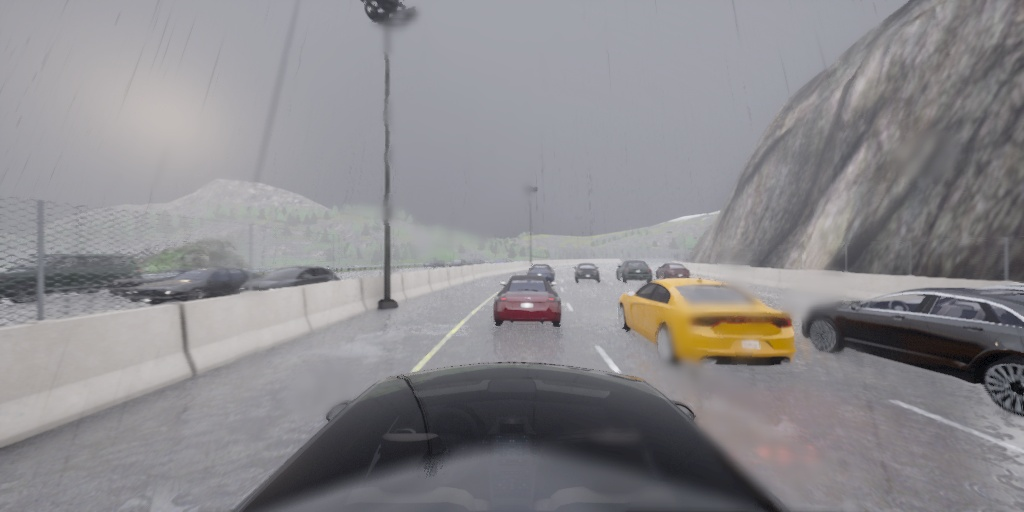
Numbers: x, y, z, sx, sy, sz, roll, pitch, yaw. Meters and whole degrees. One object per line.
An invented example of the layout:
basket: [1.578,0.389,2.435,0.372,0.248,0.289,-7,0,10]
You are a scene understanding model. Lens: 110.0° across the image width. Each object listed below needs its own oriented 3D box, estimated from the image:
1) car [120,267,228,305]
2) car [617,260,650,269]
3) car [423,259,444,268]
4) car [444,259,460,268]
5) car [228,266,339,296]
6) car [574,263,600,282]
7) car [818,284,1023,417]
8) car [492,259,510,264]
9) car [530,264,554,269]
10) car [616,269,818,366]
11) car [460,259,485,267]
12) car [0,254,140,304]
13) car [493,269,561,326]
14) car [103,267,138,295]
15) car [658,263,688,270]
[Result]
car: [-13.422,1.263,16.092,2.033,1.411,5.357,0,0,5]
car: [9.382,1.112,27.803,2.097,1.767,4.553,0,0,9]
car: [-12.491,1.192,57.771,2.128,1.511,4.902,0,0,17]
car: [-8.670,1.235,58.280,1.812,1.442,4.674,0,0,18]
car: [-9.862,1.228,16.352,1.837,1.490,4.892,0,0,5]
car: [5.973,1.278,28.695,1.812,1.442,4.674,0,0,9]
car: [7.247,1.256,5.852,2.128,1.511,4.902,0,0,2]
car: [-1.625,1.203,57.379,1.882,1.535,5.008,0,0,18]
car: [2.291,1.309,27.830,1.994,1.385,4.181,0,0,9]
car: [3.818,1.234,8.039,1.882,1.535,5.008,0,0,2]
car: [-5.791,1.221,55.739,1.837,1.490,4.892,0,0,17]
car: [-20.412,0.920,16.309,2.150,2.045,5.566,0,0,5]
car: [0.528,1.311,11.761,1.994,1.385,4.181,0,0,3]
car: [-16.756,1.308,18.049,1.895,1.301,4.718,0,0,5]
car: [13.216,1.294,29.556,1.812,1.442,4.674,0,0,10]
